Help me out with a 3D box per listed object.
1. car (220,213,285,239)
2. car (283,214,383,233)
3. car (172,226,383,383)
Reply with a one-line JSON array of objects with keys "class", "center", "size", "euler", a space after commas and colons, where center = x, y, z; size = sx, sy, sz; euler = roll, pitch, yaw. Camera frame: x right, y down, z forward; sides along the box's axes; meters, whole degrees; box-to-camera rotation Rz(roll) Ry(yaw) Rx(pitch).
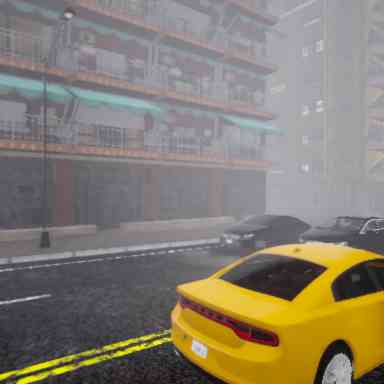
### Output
[{"class": "car", "center": [3.304, 1.650, 14.154], "size": [4.674, 1.442, 1.812], "euler": [1, 0, -36]}, {"class": "car", "center": [5.778, 1.619, 11.943], "size": [4.902, 1.511, 2.128], "euler": [1, 0, -37]}, {"class": "car", "center": [2.086, 1.528, 4.968], "size": [5.008, 1.535, 1.882], "euler": [1, 0, -36]}]
